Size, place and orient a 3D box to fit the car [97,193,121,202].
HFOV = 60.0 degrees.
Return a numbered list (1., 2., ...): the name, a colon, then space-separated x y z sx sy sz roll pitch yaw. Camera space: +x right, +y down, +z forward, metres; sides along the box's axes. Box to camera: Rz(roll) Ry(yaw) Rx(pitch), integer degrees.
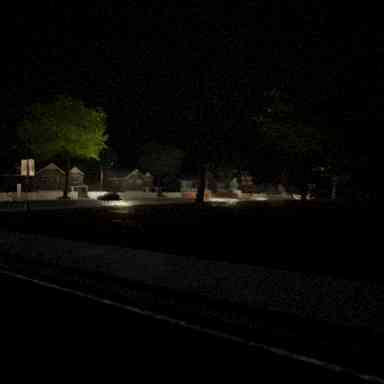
1. car: -15.780 0.913 63.114 2.097 1.767 4.553 2 1 36
